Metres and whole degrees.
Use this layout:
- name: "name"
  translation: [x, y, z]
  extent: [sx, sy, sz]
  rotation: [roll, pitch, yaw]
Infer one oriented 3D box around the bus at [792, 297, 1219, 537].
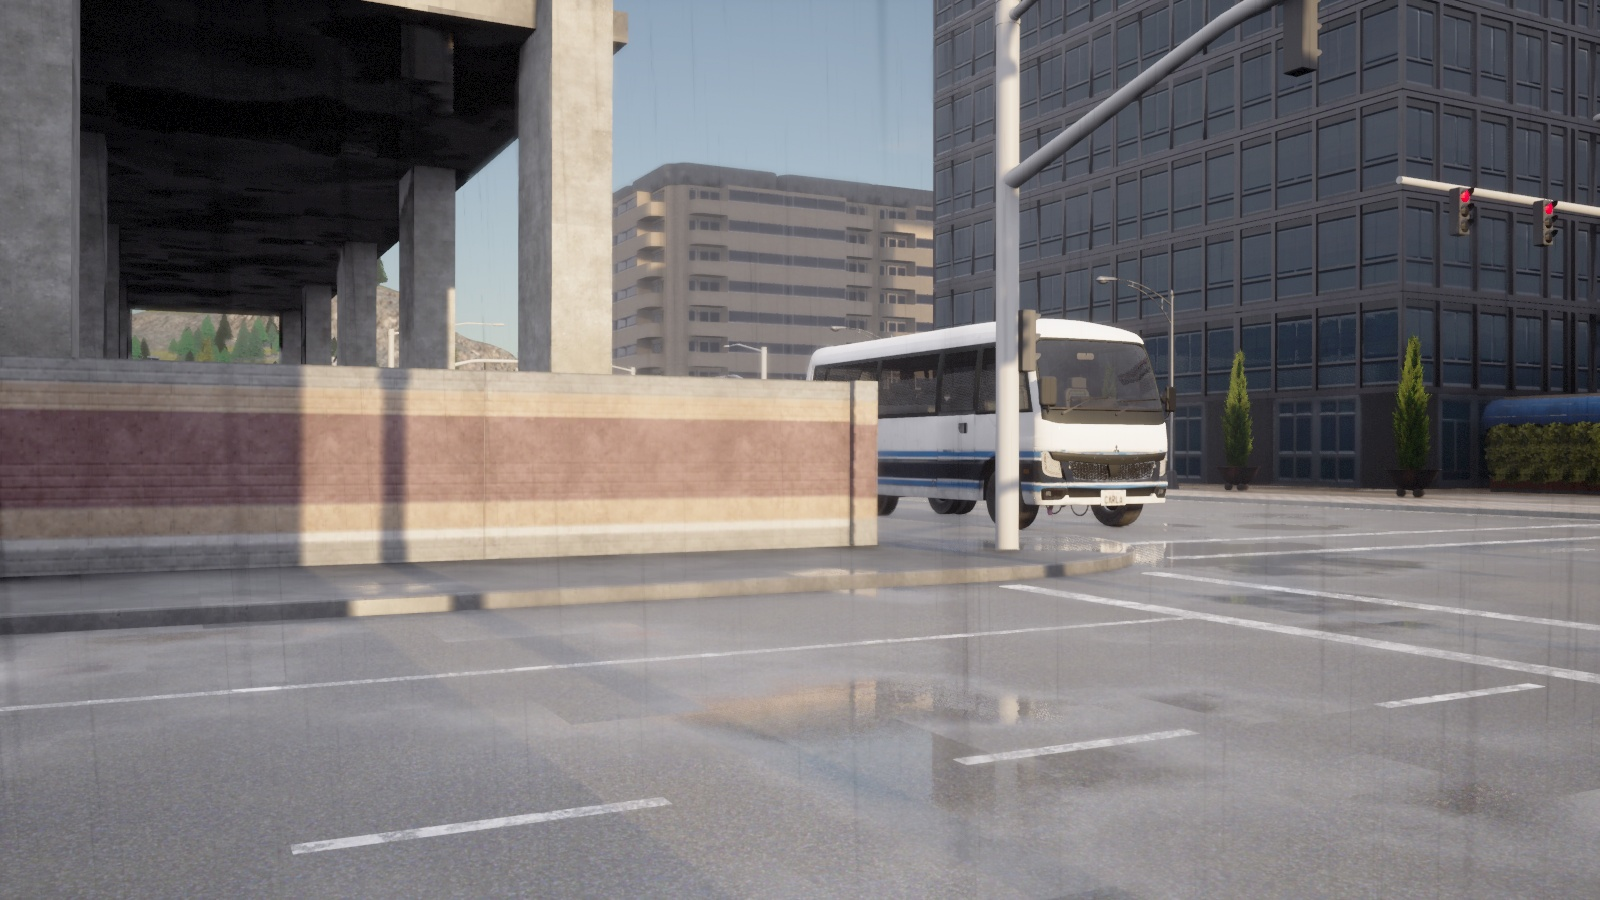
- name: "bus"
  translation: [3.924, -0.572, 27.768]
  extent: [3.944, 4.253, 10.273]
  rotation: [0, 0, -27]
